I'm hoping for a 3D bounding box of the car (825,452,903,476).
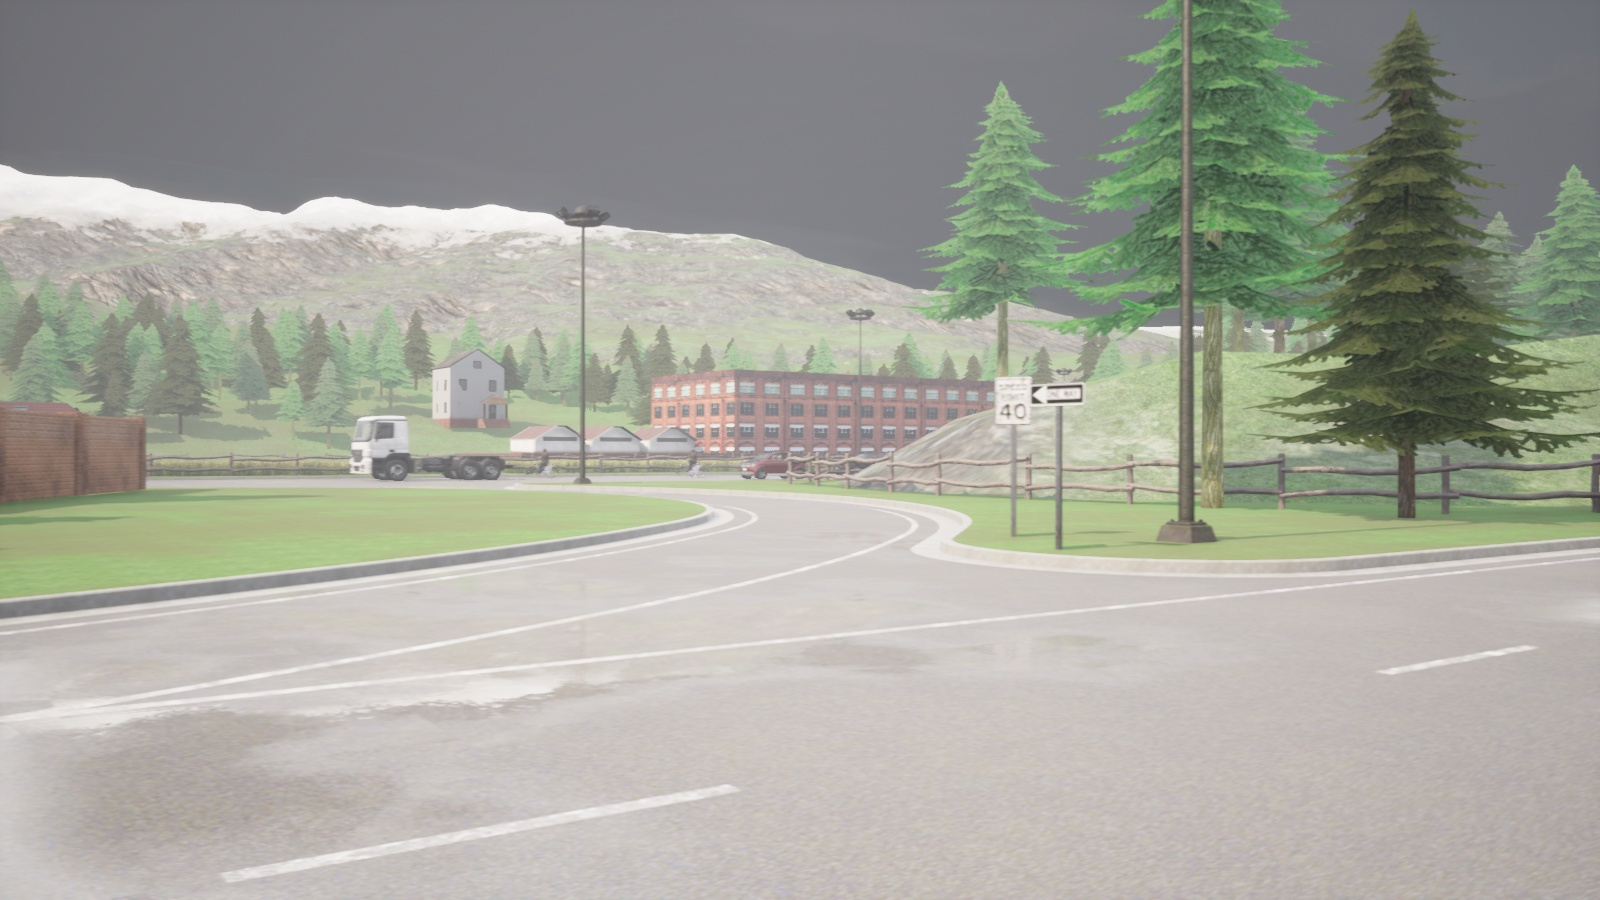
[{"bbox_3d":[4.269,0.916,82.825,5.008,1.535,1.882,0,0,-34],"label":"car"}]

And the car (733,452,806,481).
[{"bbox_3d":[-1.671,0.899,70.213,3.705,1.549,1.789,0,0,-35],"label":"car"}]

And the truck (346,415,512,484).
[{"bbox_3d":[-19.531,-0.033,66.368,7.936,3.462,2.891,0,0,-35],"label":"truck"}]
